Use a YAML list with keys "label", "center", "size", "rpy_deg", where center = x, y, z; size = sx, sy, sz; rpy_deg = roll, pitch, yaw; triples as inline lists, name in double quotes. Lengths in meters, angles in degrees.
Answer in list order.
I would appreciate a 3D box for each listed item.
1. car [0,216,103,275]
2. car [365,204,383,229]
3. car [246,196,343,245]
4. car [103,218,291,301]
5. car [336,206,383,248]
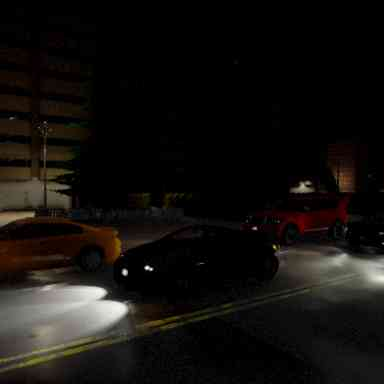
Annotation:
- label: "car"
  center: [-4.552, 1.474, 9.419]
  size: [5.008, 1.535, 1.882]
  rpy_deg: [0, 0, -32]
- label: "car"
  center: [13.608, 1.515, 21.416]
  size: [5.357, 1.411, 2.033]
  rpy_deg: [0, 0, -33]
- label: "car"
  center: [5.010, 1.204, 15.704]
  size: [5.566, 2.045, 2.150]
  rpy_deg: [0, 0, -33]
- label: "car"
  center: [0.210, 1.557, 8.308]
  size: [4.181, 1.385, 1.994]
  rpy_deg: [0, 0, -34]
- label: "car"
  center: [8.413, 1.457, 13.763]
  size: [5.008, 1.535, 1.882]
  rpy_deg: [0, 0, -33]
